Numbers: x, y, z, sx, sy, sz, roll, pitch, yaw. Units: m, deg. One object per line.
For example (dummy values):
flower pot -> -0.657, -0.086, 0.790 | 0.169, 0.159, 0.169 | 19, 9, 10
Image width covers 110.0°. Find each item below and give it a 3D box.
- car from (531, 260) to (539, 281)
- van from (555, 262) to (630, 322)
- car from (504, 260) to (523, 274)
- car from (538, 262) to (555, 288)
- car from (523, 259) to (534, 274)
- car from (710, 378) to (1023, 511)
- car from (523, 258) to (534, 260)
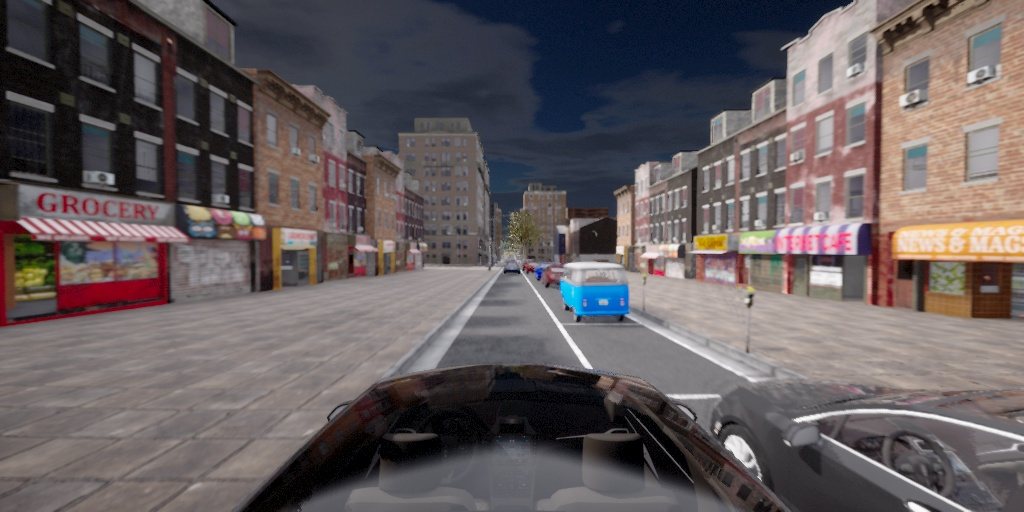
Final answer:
car -> 3.002, 1.299, 31.163 | 1.882, 1.535, 5.008 | 0, 0, 0
van -> 2.632, 1.104, 12.092 | 1.690, 1.789, 3.998 | 0, 0, 0
car -> 0.019, 1.458, 44.598 | 1.994, 1.385, 4.181 | 0, 0, 1
car -> 3.014, 1.320, 24.160 | 1.812, 1.442, 4.674 | 0, 0, 0
car -> 2.619, 1.432, 43.831 | 1.888, 1.381, 4.507 | 0, 0, 0
car -> 2.636, 1.301, 1.511 | 2.007, 1.370, 4.403 | 0, 0, 0
car -> 2.614, 1.272, 54.411 | 2.192, 1.841, 5.009 | 0, 0, 0
